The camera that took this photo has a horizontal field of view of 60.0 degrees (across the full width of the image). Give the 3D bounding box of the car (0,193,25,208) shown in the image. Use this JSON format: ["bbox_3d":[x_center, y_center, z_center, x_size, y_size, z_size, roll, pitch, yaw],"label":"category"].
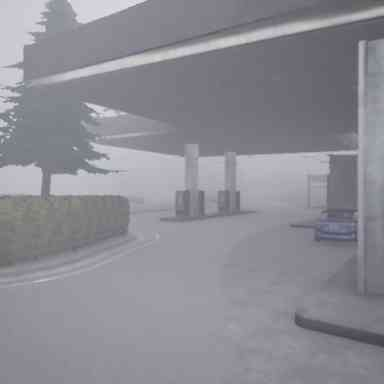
[{"bbox_3d":[-24.311,1.101,44.142,4.605,1.855,1.932,0,0,35],"label":"car"}]

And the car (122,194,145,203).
[{"bbox_3d":[-10.800,1.303,62.087,3.633,1.501,1.845,0,0,35],"label":"car"}]

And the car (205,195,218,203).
[{"bbox_3d":[2.286,1.329,67.376,5.027,1.636,2.152,0,0,35],"label":"car"}]

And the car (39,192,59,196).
[{"bbox_3d":[-29.389,1.001,67.170,3.866,1.878,1.905,0,0,35],"label":"car"}]

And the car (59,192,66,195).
[{"bbox_3d":[-28.057,1.017,69.785,4.605,1.855,1.932,0,0,35],"label":"car"}]

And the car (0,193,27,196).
[{"bbox_3d":[-19.758,1.113,36.933,3.866,1.878,1.905,0,0,35],"label":"car"}]

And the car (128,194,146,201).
[{"bbox_3d":[-12.909,1.315,78.218,3.806,1.475,1.970,0,0,35],"label":"car"}]

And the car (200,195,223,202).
[{"bbox_3d":[4.045,1.335,69.974,4.514,1.523,2.007,0,0,35],"label":"car"}]

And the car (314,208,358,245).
[{"bbox_3d":[7.759,1.640,16.957,2.242,1.667,4.611,0,0,35],"label":"car"}]
